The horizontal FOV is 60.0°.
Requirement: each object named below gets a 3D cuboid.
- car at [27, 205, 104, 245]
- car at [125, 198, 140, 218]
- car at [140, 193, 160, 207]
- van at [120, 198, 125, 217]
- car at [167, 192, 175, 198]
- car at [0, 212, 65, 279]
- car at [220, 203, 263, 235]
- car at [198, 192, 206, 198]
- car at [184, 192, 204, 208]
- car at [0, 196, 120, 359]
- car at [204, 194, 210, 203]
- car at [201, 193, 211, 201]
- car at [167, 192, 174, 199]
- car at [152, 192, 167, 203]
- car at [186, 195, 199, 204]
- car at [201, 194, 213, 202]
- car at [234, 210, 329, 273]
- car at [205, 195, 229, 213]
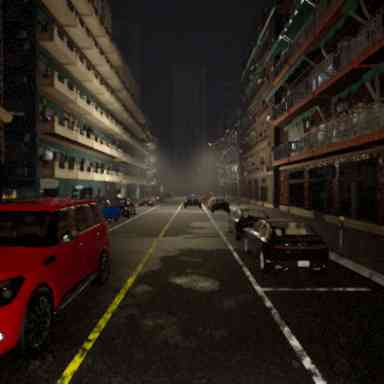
[{"bbox_3d":[-5.707,1.414,15.696,1.887,1.381,4.507,0,0,0],"label":"car"},{"bbox_3d":[-5.714,1.220,26.742,1.967,1.590,4.097,-1,0,0],"label":"car"},{"bbox_3d":[-5.722,1.214,43.313,1.947,1.339,4.313,-1,0,0],"label":"car"},{"bbox_3d":[-5.712,1.166,21.218,1.690,1.788,3.998,0,0,0],"label":"van"},{"bbox_3d":[-5.748,0.808,93.022,1.887,1.381,4.507,-1,0,0],"label":"car"},{"bbox_3d":[-5.704,1.460,10.172,1.887,1.381,4.507,0,0,0],"label":"car"},{"bbox_3d":[2.674,1.421,15.687,2.008,1.369,4.403,-1,0,0],"label":"car"},{"bbox_3d":[2.636,0.851,87.489,1.887,1.381,4.507,-1,0,0],"label":"car"},{"bbox_3d":[0.075,1.021,40.698,2.097,1.767,4.553,0,0,0],"label":"car"},{"bbox_3d":[-3.094,1.168,6.240,2.150,2.045,5.566,0,0,0],"label":"car"},{"bbox_3d":[2.662,1.217,37.950,1.752,1.417,4.829,-1,0,0],"label":"car"},{"bbox_3d":[2.647,1.000,65.566,1.752,1.417,4.829,-1,0,0],"label":"car"},{"bbox_3d":[-5.739,0.972,76.452,1.802,1.307,4.206,-1,0,0],"label":"car"},{"bbox_3d":[-5.730,0.877,54.356,2.192,1.841,5.009,-1,0,0],"label":"car"},{"bbox_3d":[0.076,1.139,52.695,1.994,1.385,4.181,0,0,0],"label":"car"},{"bbox_3d":[2.651,1.070,59.873,2.008,1.369,4.403,-1,0,0],"label":"car"},{"bbox_3d":[2.677,1.466,10.164,2.008,1.369,4.403,-1,0,0],"label":"car"},{"bbox_3d":[2.665,1.287,32.257,2.008,1.369,4.403,-1,0,0],"label":"car"}]
